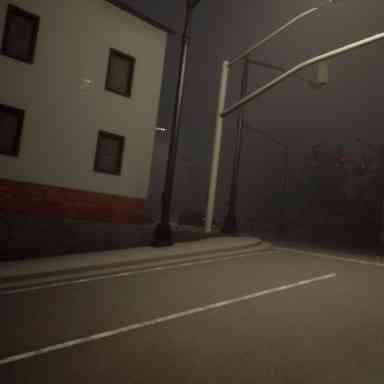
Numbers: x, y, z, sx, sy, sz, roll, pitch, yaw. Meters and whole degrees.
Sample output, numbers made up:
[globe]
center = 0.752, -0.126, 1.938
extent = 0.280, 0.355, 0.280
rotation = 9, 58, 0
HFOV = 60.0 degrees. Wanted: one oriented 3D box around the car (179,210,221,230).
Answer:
[car]
center = 0.735, 2.531, 31.827
extent = 2.097, 1.767, 4.553
rotation = 10, -6, -36
